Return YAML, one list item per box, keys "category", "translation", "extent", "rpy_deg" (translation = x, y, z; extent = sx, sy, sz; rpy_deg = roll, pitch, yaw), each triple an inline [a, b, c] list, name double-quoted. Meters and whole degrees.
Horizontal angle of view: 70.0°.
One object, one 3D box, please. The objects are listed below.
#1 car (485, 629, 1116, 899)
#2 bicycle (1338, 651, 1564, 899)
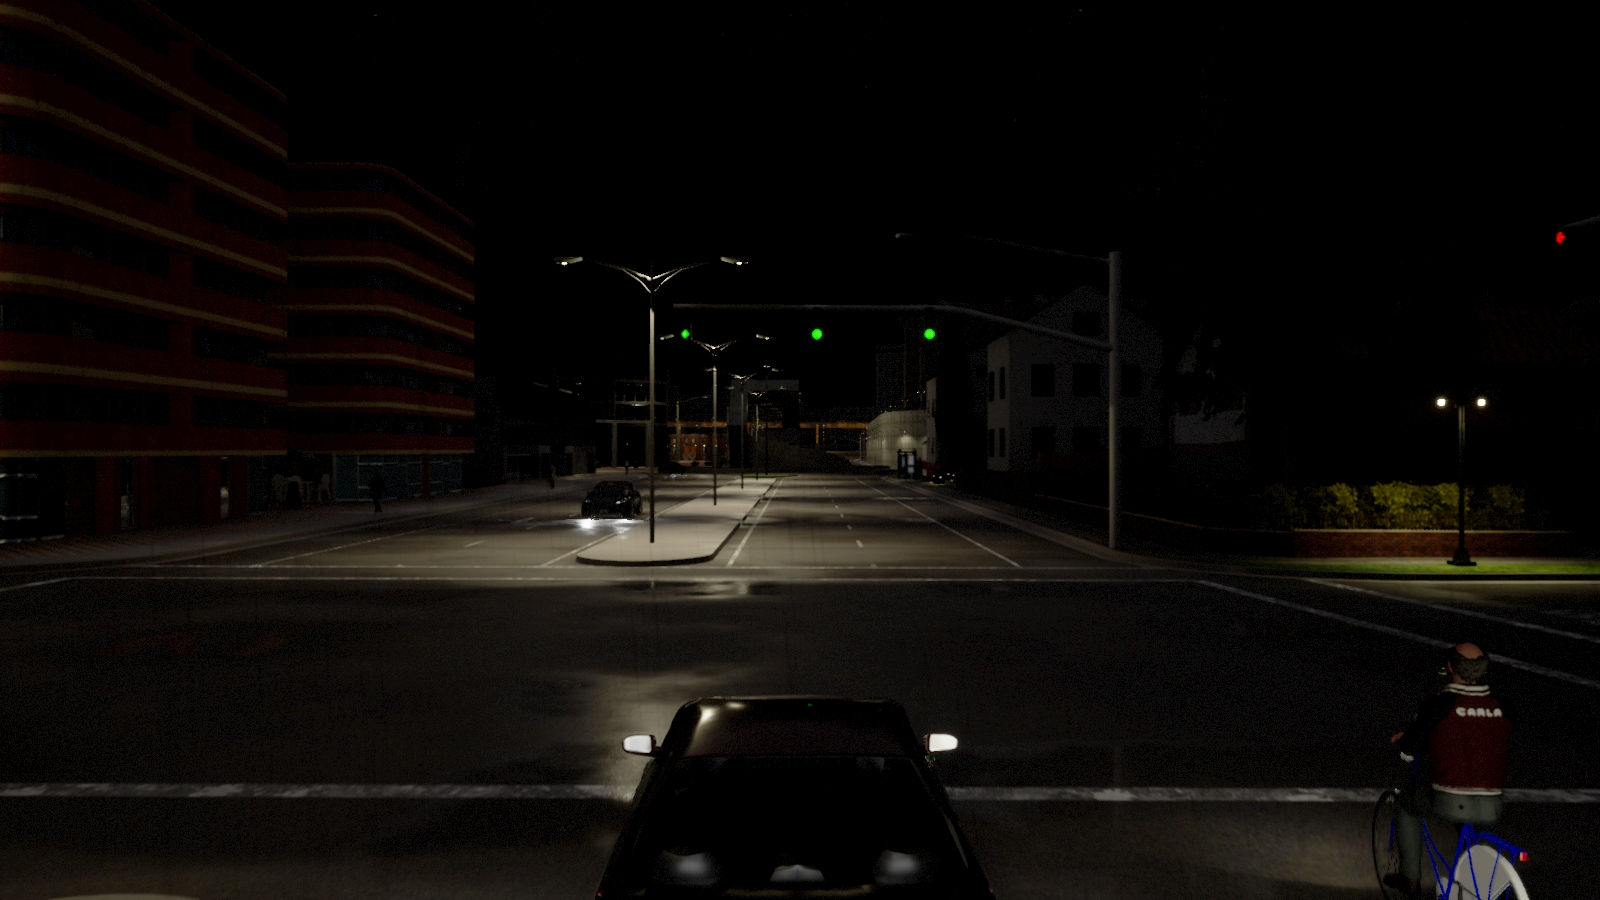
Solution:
- category: "car"
  translation: [-0.036, 2.041, 5.890]
  extent: [2.007, 1.525, 4.514]
  rpy_deg: [0, 0, -1]
- category: "bicycle"
  translation: [3.585, 2.050, 6.449]
  extent: [0.329, 1.496, 1.835]
  rpy_deg: [1, 0, 4]
